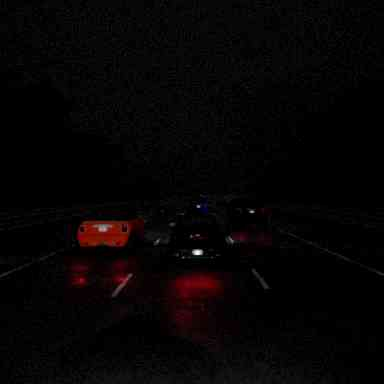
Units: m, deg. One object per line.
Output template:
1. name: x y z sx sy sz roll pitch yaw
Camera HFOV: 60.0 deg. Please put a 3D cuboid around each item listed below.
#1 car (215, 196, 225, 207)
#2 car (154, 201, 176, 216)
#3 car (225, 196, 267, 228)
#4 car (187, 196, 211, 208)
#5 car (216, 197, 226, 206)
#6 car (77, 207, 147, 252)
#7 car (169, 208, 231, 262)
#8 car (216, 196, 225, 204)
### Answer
1. car: 5.327 1.813 59.162 2.097 1.767 4.553 0 -1 3
2. car: -2.758 1.690 34.634 1.882 1.535 5.008 0 0 2
3. car: 3.801 1.352 23.441 2.150 2.045 5.566 0 0 1
4. car: 0.659 1.419 32.276 2.150 2.045 5.566 0 0 2
5. car: 6.109 1.933 71.038 2.097 1.767 4.553 0 -1 4
6. car: -3.269 1.419 14.453 2.097 1.767 4.553 0 0 1
7. car: 0.199 1.564 12.383 1.837 1.490 4.892 0 0 1
8. car: 7.394 1.950 86.941 2.150 2.045 5.566 0 0 5
